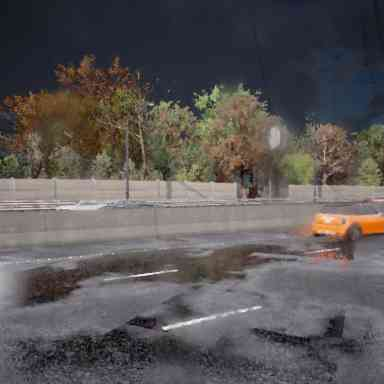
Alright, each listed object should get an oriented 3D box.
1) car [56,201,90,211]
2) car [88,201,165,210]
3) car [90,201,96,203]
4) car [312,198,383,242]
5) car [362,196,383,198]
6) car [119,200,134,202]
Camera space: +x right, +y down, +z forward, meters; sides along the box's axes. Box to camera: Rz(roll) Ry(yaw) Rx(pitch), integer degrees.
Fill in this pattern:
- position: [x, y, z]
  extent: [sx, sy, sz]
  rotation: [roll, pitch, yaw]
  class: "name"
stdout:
- position: [-9.957, 1.526, 30.437]
  extent: [4.674, 1.442, 1.812]
  rotation: [0, 0, -30]
  class: "car"
- position: [-3.693, 1.547, 21.915]
  extent: [5.357, 1.411, 2.033]
  rotation: [0, 0, -30]
  class: "car"
- position: [-5.819, 1.489, 28.768]
  extent: [4.902, 1.511, 2.128]
  rotation: [0, 0, -30]
  class: "car"
- position: [8.087, 1.352, 16.380]
  extent: [4.553, 1.767, 2.097]
  rotation: [0, 0, -30]
  class: "car"
- position: [27.271, 1.365, 47.972]
  extent: [4.553, 1.767, 2.097]
  rotation: [0, 0, -30]
  class: "car"
- position: [-4.373, 1.491, 25.568]
  extent: [4.902, 1.511, 2.128]
  rotation: [0, 0, -30]
  class: "car"
